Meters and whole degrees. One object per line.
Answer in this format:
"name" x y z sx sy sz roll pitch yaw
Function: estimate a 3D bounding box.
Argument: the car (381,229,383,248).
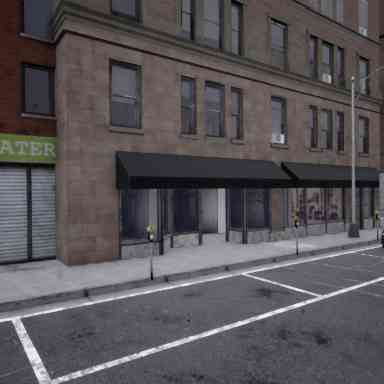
"car" 9.165 1.540 13.075 4.507 1.381 1.887 0 -1 -35
